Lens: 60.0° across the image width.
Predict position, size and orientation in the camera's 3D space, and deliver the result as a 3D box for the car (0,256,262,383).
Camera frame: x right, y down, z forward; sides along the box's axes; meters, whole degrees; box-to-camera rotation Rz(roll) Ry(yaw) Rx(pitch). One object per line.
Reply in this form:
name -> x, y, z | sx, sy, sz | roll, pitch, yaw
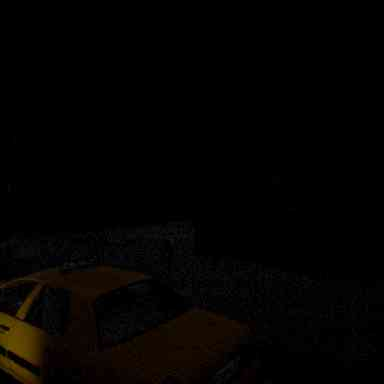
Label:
car -> -1.580, 1.496, 4.213 | 4.829, 1.417, 1.752 | 1, 0, 36
